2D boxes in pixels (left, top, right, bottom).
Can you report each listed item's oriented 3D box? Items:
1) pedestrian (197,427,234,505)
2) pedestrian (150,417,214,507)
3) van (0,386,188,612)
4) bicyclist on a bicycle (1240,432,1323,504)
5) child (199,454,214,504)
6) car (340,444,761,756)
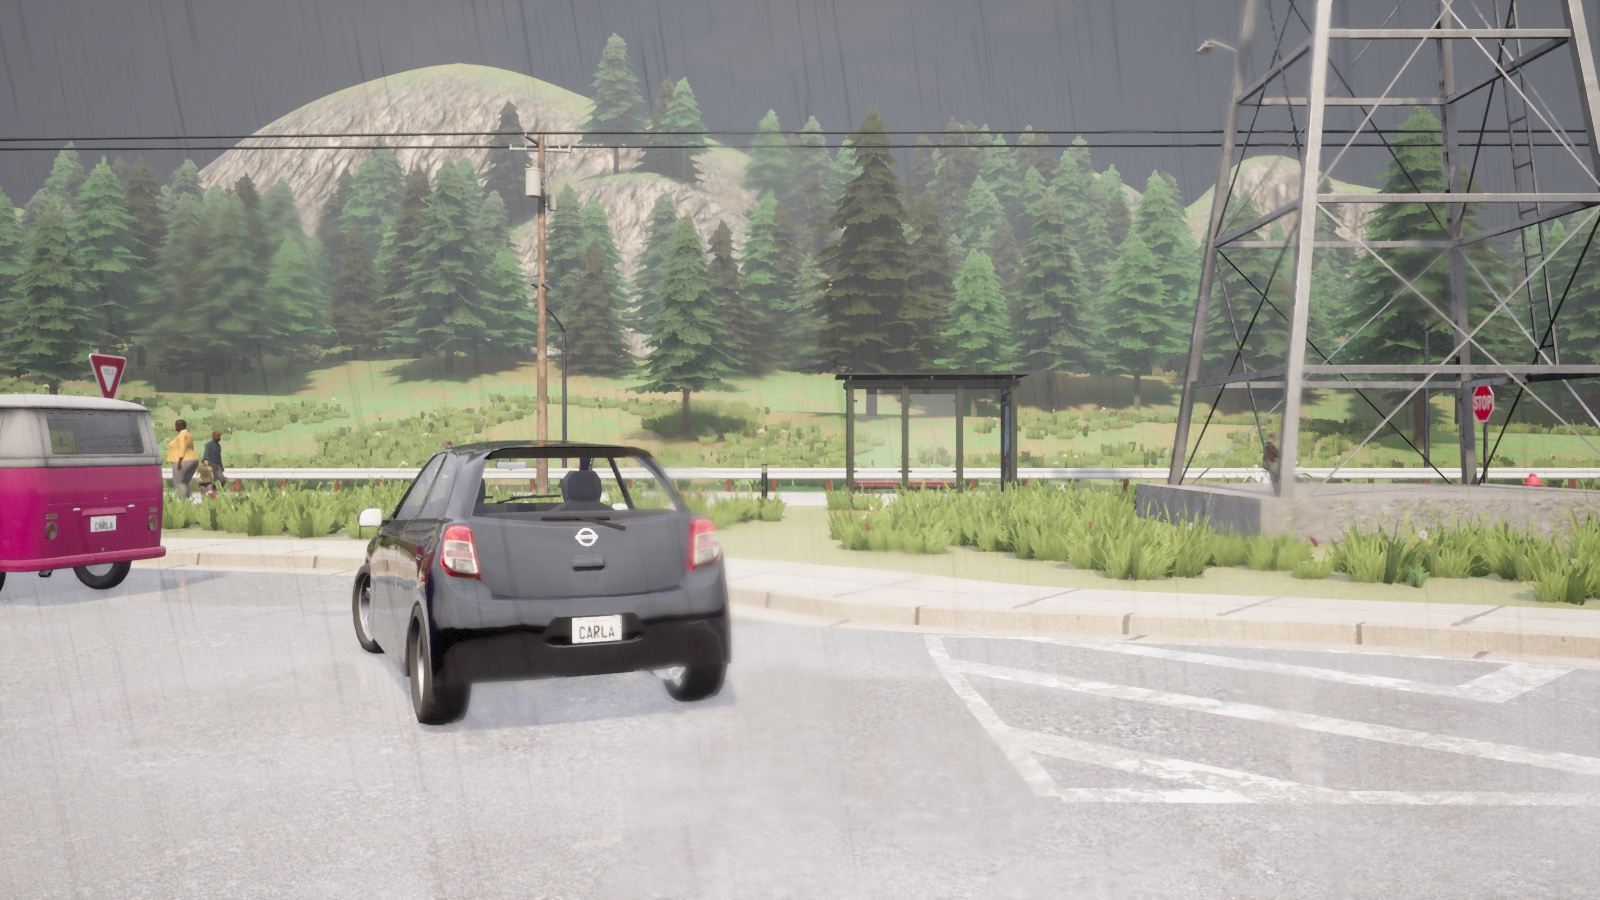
[{"bbox_3d":[-13.717,0.371,29.476,0.726,1.835,0.370,0,0,13],"label":"pedestrian"},{"bbox_3d":[-12.904,0.243,26.254,0.900,1.855,0.874,0,0,0],"label":"pedestrian"},{"bbox_3d":[-8.610,0.422,12.534,4.442,1.987,1.775,0,0,16],"label":"van"},{"bbox_3d":[12.133,0.448,31.649,1.843,1.776,0.659,0,0,1],"label":"bicyclist on a bicycle"},{"bbox_3d":[-13.158,0.636,27.842,0.255,1.110,0.394,0,0,-34],"label":"child"},{"bbox_3d":[-1.817,0.713,8.088,1.845,1.501,3.633,0,0,-25],"label":"car"}]
